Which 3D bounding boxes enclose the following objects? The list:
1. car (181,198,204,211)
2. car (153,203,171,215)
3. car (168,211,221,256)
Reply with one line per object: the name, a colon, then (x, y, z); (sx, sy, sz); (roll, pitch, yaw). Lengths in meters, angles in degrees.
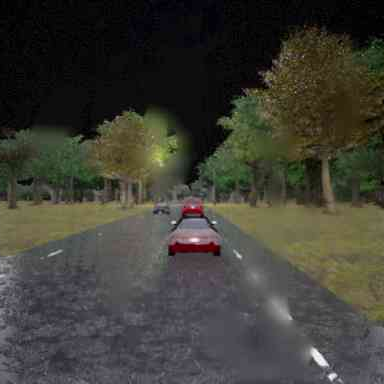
car: (0.080, 1.589, 34.452); (2.150, 2.045, 5.566); (0, -1, 0)
car: (-3.544, 1.984, 39.932); (2.033, 1.411, 5.357); (0, -1, 1)
car: (0.087, 1.683, 13.765); (1.994, 1.385, 4.181); (0, -1, 0)
